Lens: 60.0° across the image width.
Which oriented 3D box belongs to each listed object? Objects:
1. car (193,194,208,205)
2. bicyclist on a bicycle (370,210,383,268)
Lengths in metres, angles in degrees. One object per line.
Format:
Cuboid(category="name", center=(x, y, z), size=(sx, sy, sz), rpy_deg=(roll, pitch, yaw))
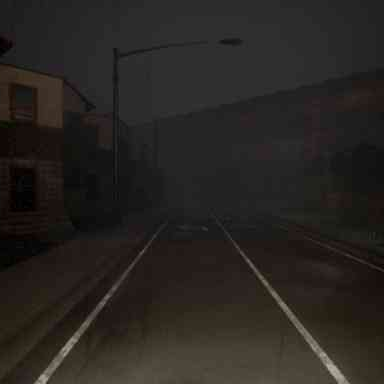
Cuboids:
Cuboid(category="car", center=(1.272, 1.049, 47.787), size=(1.882, 1.535, 5.008), rpy_deg=(0, 0, 7))
Cuboid(category="bicyclist on a bicycle", center=(5.770, 1.281, 9.414), size=(1.656, 1.620, 0.582), rpy_deg=(-9, 1, 0))
